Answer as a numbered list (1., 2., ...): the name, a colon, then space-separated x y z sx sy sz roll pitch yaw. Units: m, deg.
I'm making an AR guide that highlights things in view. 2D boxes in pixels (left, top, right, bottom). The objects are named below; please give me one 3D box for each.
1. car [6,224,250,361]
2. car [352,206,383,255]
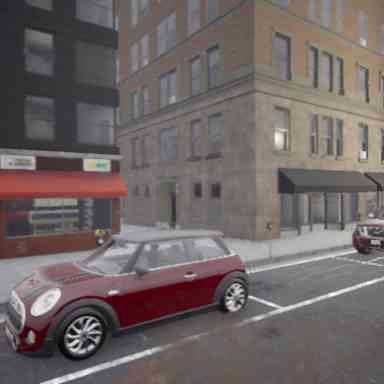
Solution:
1. car: -0.956 1.443 5.861 4.097 1.590 1.967 0 -1 -36
2. car: 8.006 1.320 12.267 5.009 1.841 2.192 0 -1 -36
